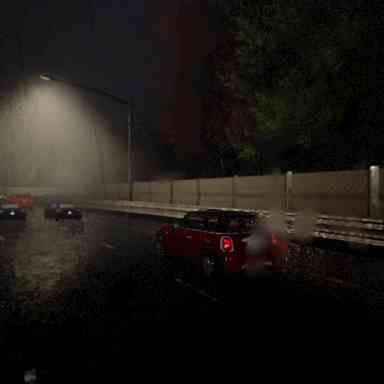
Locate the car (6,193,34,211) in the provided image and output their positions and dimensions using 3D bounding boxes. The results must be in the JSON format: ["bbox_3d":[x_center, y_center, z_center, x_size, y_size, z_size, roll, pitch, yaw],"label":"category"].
[{"bbox_3d":[-19.955,1.115,38.403,2.150,2.045,5.566,0,0,-39],"label":"car"}]

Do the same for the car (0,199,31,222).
[{"bbox_3d":[-13.953,1.493,25.036,1.994,1.385,4.181,0,0,-40],"label":"car"}]

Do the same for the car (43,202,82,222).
[{"bbox_3d":[-10.144,1.496,25.865,1.994,1.385,4.181,0,0,-37],"label":"car"}]

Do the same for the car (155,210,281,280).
[{"bbox_3d":[0.536,1.331,10.272,2.097,1.767,4.553,0,0,-29],"label":"car"}]
